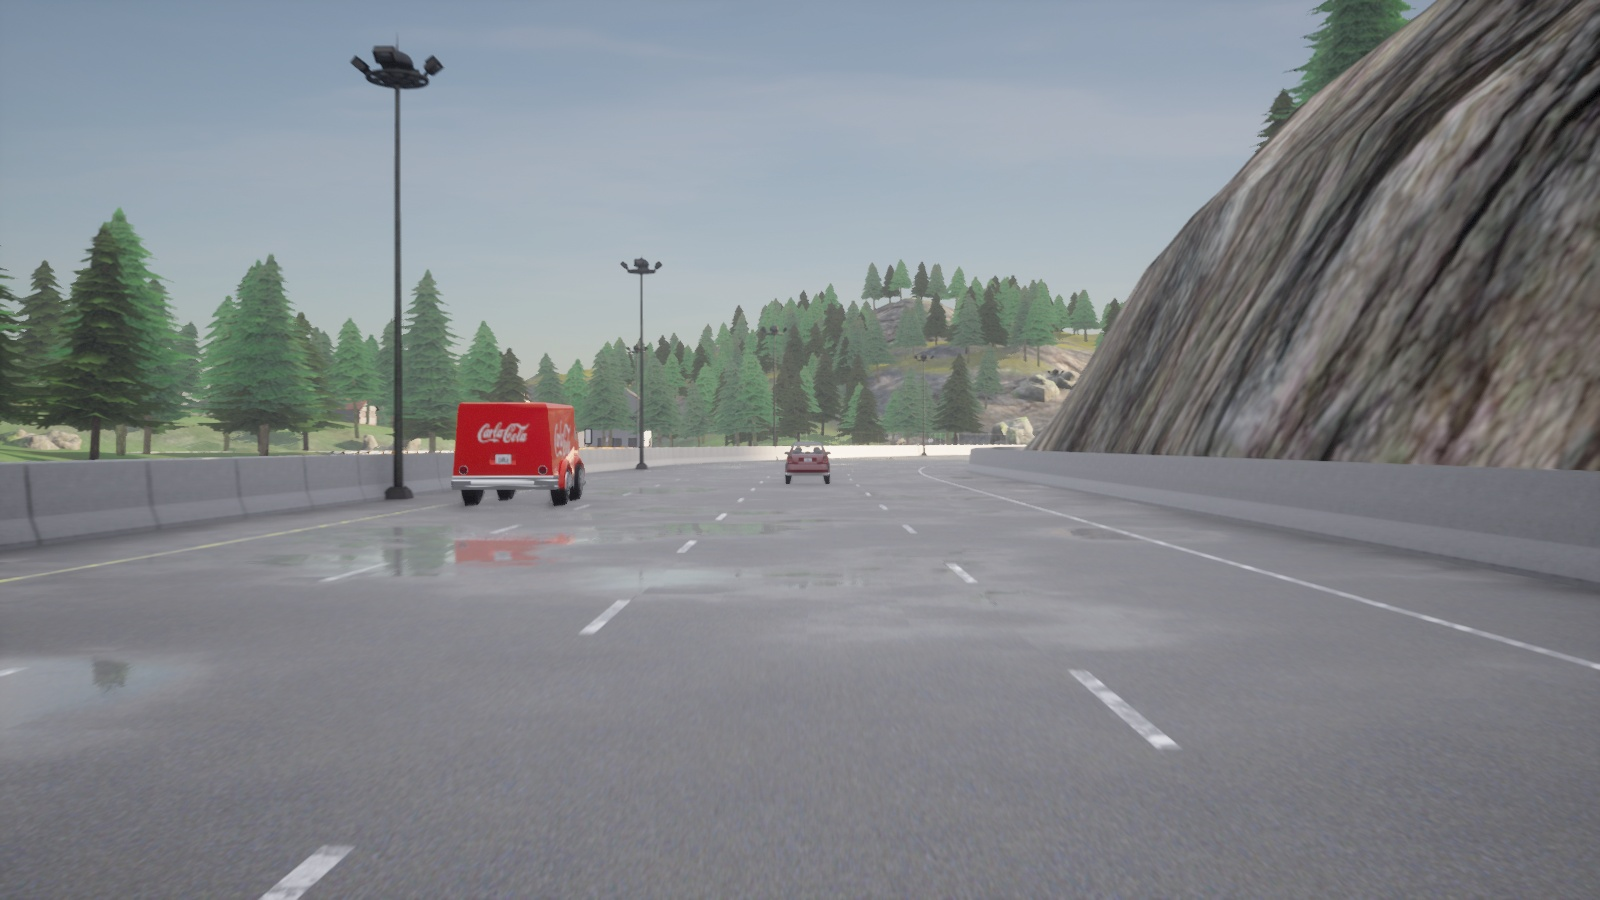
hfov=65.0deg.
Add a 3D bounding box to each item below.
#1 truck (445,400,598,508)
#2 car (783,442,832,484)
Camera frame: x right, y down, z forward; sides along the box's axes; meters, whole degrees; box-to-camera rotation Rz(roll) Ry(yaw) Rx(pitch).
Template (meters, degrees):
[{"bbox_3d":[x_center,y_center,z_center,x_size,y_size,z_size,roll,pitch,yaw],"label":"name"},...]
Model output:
[{"bbox_3d":[-6.806,0.079,31.399,2.627,2.467,5.204,0,0,0],"label":"truck"},{"bbox_3d":[0.287,0.459,47.663,1.789,1.549,3.705,0,0,0],"label":"car"}]
